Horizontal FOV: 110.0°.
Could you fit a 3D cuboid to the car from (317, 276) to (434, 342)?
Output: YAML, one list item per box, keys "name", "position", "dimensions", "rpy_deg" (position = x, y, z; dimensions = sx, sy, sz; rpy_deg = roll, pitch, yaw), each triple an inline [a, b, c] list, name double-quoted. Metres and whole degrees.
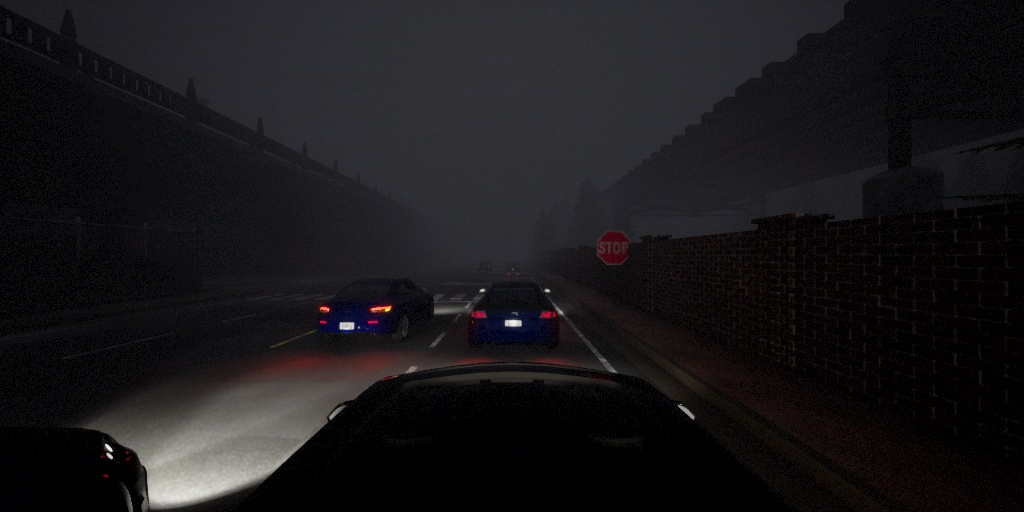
- name: "car"
  position: [-3.412, 1.276, 9.698]
  dimensions: [1.812, 1.442, 4.674]
  rpy_deg: [0, 0, 0]

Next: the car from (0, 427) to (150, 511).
- name: "car"
  position: [-3.398, 1.314, 0.602]
  dimensions: [1.994, 1.385, 4.181]
  rpy_deg: [0, 0, 0]

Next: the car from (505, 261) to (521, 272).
- name: "car"
  position: [0.101, 1.351, 45.994]
  dimensions: [1.895, 1.301, 4.718]
  rpy_deg: [0, 0, -1]

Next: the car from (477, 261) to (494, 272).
- name: "car"
  position: [-3.394, 1.297, 45.835]
  dimensions: [2.033, 1.411, 5.357]
  rpy_deg: [0, 0, -1]

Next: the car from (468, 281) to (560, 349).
- name: "car"
  position: [0.070, 1.314, 9.176]
  dimensions: [1.994, 1.385, 4.181]
  rpy_deg: [0, 0, 1]
